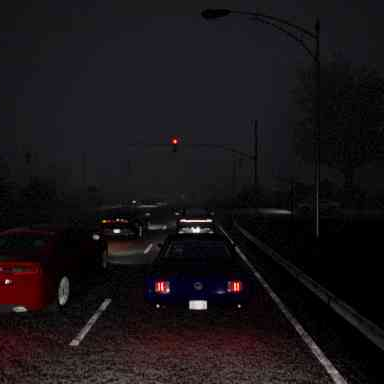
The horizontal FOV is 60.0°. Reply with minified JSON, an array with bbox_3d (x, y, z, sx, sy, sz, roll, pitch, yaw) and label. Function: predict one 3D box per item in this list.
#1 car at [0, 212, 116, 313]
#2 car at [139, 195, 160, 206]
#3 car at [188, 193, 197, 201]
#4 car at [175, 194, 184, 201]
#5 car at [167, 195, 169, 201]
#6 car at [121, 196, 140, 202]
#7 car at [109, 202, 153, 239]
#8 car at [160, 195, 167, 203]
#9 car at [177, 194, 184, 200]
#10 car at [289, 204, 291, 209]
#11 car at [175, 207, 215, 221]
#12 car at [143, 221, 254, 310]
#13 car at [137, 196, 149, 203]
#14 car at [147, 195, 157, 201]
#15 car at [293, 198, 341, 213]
[{"bbox_3d":[-3.383,1.477,7.805,1.882,1.535,5.008,0,0,0],"label":"car"},{"bbox_3d":[-6.956,1.560,54.772,1.994,1.385,4.181,0,0,0],"label":"car"},{"bbox_3d":[0.208,1.214,84.684,2.150,2.045,5.566,0,0,0],"label":"car"},{"bbox_3d":[-3.292,1.528,84.663,2.033,1.411,5.357,0,0,0],"label":"car"},{"bbox_3d":[-6.794,1.472,84.133,1.882,1.535,5.008,0,0,0],"label":"car"},{"bbox_3d":[-10.451,1.490,55.056,2.128,1.511,4.902,0,0,0],"label":"car"},{"bbox_3d":[-3.359,1.504,17.303,1.837,1.490,4.892,0,0,0],"label":"car"},{"bbox_3d":[-6.835,1.593,68.797,1.895,1.301,4.718,0,0,0],"label":"car"},{"bbox_3d":[-3.226,1.324,95.071,1.882,1.535,5.008,0,0,1],"label":"car"},{"bbox_3d":[14.106,1.500,39.636,4.892,1.490,1.837,-1,0,3],"label":"car"},{"bbox_3d":[0.150,1.491,17.040,2.128,1.511,4.902,0,0,-1],"label":"car"},{"bbox_3d":[0.118,1.600,7.778,1.895,1.301,4.718,0,0,0],"label":"car"},{"bbox_3d":[-10.331,1.521,70.261,1.812,1.442,4.674,0,0,0],"label":"car"},{"bbox_3d":[-10.289,1.530,85.438,2.033,1.411,5.357,0,0,0],"label":"car"},{"bbox_3d":[13.645,1.525,36.158,4.674,1.442,1.812,-1,0,3],"label":"car"}]
